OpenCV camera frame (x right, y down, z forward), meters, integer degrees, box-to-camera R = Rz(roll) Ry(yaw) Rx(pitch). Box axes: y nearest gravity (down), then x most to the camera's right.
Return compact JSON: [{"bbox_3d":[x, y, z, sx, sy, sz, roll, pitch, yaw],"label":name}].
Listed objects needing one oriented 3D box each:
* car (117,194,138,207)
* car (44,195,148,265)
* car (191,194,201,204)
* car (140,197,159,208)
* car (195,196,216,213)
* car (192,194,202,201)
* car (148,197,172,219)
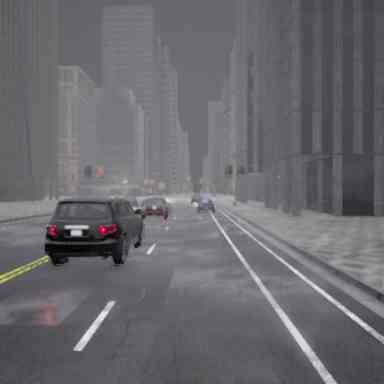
[{"bbox_3d":[-9.207,1.229,48.005,2.097,1.767,4.553,0,0,2],"label":"car"},{"bbox_3d":[-3.104,1.190,11.672,2.150,2.045,5.566,0,0,0],"label":"car"},{"bbox_3d":[0.865,1.204,59.795,2.097,1.767,4.553,0,0,2],"label":"car"},{"bbox_3d":[-5.987,1.446,46.964,1.994,1.385,4.181,0,0,1],"label":"car"},{"bbox_3d":[1.506,1.436,36.121,1.812,1.442,4.674,0,0,1],"label":"car"},{"bbox_3d":[1.111,1.161,72.254,2.128,1.511,4.902,0,0,1],"label":"car"},{"bbox_3d":[-2.916,1.280,28.220,2.097,1.767,4.553,0,0,1],"label":"car"}]
